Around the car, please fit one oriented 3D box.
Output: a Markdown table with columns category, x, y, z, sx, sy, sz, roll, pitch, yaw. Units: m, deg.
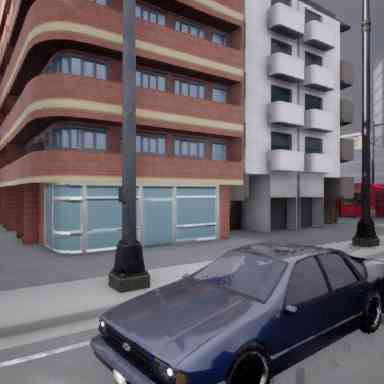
| category | x | y | z | sx | sy | sz | roll | pitch | yaw |
| --- | --- | --- | --- | --- | --- | --- | --- | --- | --- |
| car | 1.311 | 1.557 | 5.141 | 5.357 | 1.411 | 2.033 | 0 | 0 | -39 |
